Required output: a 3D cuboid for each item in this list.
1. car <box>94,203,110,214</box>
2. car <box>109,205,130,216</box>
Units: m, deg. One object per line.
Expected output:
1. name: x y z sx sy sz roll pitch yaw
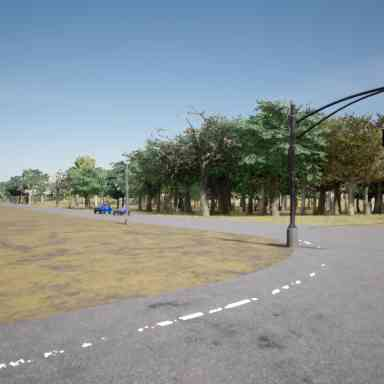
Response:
1. car: -17.590 3.260 65.381 2.150 2.045 5.566 1 -2 -33
2. car: -12.093 3.273 56.974 1.812 1.442 4.674 1 -2 -33
